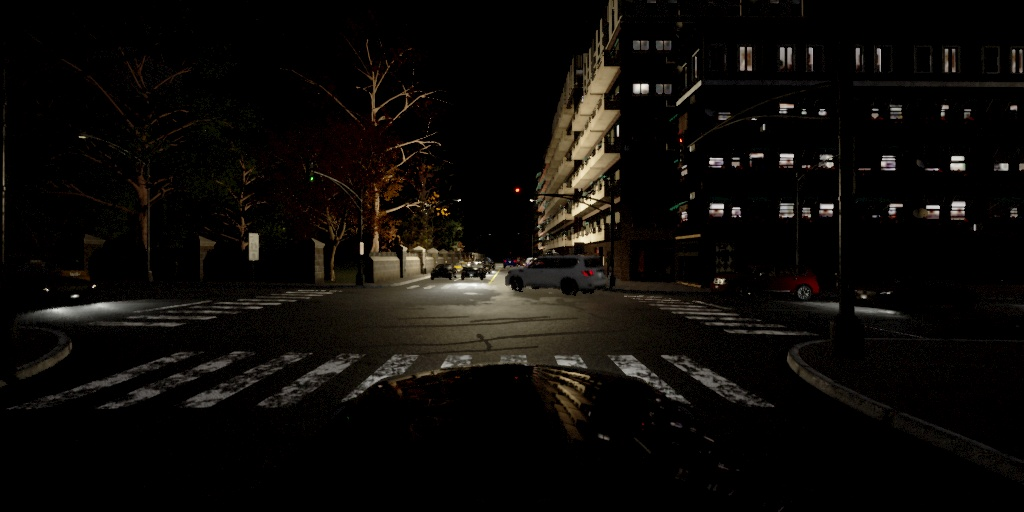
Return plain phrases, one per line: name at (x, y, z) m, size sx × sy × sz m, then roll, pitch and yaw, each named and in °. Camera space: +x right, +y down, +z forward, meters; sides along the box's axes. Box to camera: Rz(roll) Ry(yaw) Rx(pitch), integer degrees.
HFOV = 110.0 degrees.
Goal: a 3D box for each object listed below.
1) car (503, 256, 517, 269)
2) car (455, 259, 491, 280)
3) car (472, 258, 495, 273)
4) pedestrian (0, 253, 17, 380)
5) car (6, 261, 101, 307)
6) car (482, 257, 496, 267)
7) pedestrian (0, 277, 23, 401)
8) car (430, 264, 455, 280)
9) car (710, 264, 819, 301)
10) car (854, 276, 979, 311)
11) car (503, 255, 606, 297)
car at (-0.331, 1.021, 59.609) m, size 2.150 × 2.045 × 5.566 m, roll 0°, pitch 0°, yaw 0°
car at (-3.260, 1.256, 31.078) m, size 2.128 × 1.511 × 4.902 m, roll 0°, pitch 0°, yaw 0°
car at (-3.320, 1.279, 41.376) m, size 1.837 × 1.490 × 4.892 m, roll 0°, pitch 0°, yaw 0°
pedestrian at (-7.692, 0.883, 5.245) m, size 0.375 × 1.860 × 0.375 m, roll 0°, pitch 0°, yaw 0°
car at (-18.229, 0.997, 12.743) m, size 5.357 × 1.411 × 2.033 m, roll 1°, pitch 0°, yaw -1°
car at (-3.373, 1.279, 51.788) m, size 2.128 × 1.511 × 4.902 m, roll 0°, pitch 0°, yaw 0°
pedestrian at (-7.131, 1.045, 4.873) m, size 0.375 × 1.860 × 0.375 m, roll 0°, pitch 0°, yaw 0°
car at (-5.857, 1.330, 31.246) m, size 1.948 × 1.339 × 4.313 m, roll 0°, pitch 0°, yaw 0°
car at (13.353, 1.353, 19.016) m, size 5.009 × 1.841 × 2.192 m, roll 0°, pitch 0°, yaw -1°
car at (18.502, 1.647, 16.509) m, size 4.674 × 1.442 × 1.812 m, roll 1°, pitch 0°, yaw -1°
car at (2.242, 0.973, 19.296) m, size 5.566 × 2.045 × 2.150 m, roll 0°, pitch 1°, yaw 39°
